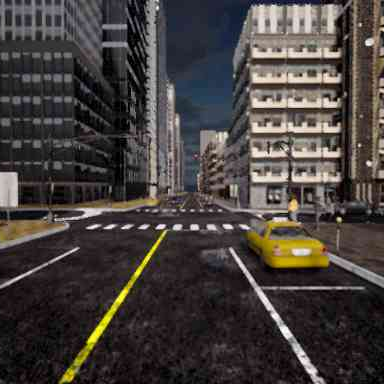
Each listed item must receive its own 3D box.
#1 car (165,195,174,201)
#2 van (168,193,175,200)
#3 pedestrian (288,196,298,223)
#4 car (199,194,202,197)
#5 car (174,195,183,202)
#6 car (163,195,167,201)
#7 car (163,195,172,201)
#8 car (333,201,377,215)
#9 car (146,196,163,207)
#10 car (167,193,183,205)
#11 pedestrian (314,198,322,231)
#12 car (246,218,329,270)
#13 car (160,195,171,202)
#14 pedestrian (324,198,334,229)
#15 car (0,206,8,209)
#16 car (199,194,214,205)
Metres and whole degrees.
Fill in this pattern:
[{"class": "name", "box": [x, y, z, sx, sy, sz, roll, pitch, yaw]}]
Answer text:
[{"class": "car", "box": [-5.664, 1.393, 82.565, 1.887, 1.381, 4.507, -1, 0, 0]}, {"class": "van", "box": [-5.662, 1.170, 93.875, 1.690, 1.788, 3.998, -1, 0, 0]}, {"class": "pedestrian", "box": [6.144, 1.113, 20.199, 0.375, 1.860, 0.375, -1, 1, 0]}, {"class": "car", "box": [2.717, 1.278, 88.217, 1.967, 1.590, 4.097, -1, 0, 0]}, {"class": "car", "box": [-2.966, 1.390, 72.341, 1.812, 1.442, 4.674, 0, 0, 0]}, {"class": "car", "box": [-5.677, 1.465, 54.293, 1.947, 1.339, 4.313, -1, 0, 0]}, {"class": "car", "box": [-5.666, 1.441, 76.911, 1.802, 1.307, 4.206, -1, 0, 0]}, {"class": "car", "box": [16.329, 1.567, 33.807, 4.403, 1.369, 2.008, 0, 1, 1]}, {"class": "car", "box": [-5.680, 1.435, 48.468, 1.752, 1.417, 4.829, -1, 0, 0]}, {"class": "car", "box": [-3.026, 1.400, 56.344, 1.837, 1.490, 4.892, 0, 0, 0]}, {"class": "pedestrian", "box": [7.144, 1.272, 19.001, 0.375, 1.860, 0.375, -1, 1, 0]}, {"class": "car", "box": [2.812, 1.504, 10.849, 1.752, 1.417, 4.829, -1, 0, 0]}, {"class": "car", "box": [-5.669, 1.413, 71.256, 1.887, 1.381, 4.507, -1, 0, 0]}, {"class": "pedestrian", "box": [8.111, 1.299, 19.601, 0.375, 1.860, 0.375, -1, 1, 0]}, {"class": "car", "box": [-21.645, 1.220, 34.321, 4.829, 1.417, 1.752, 0, 1, 1]}, {"class": "car", "box": [2.703, 1.449, 54.289, 2.008, 1.369, 4.403, -1, 0, 0]}]
